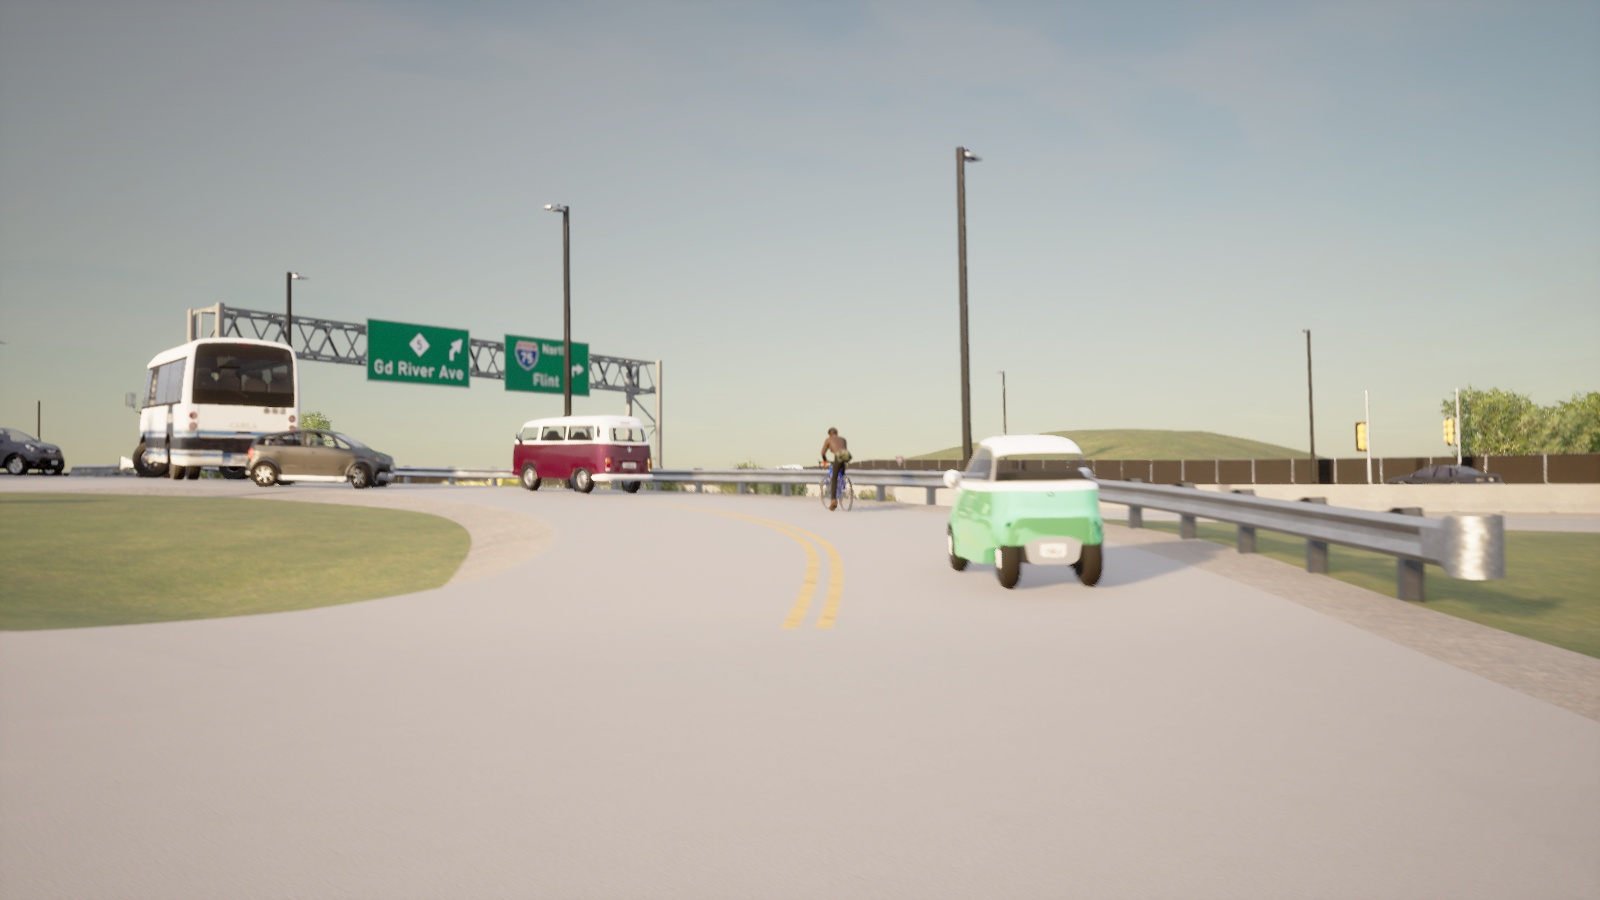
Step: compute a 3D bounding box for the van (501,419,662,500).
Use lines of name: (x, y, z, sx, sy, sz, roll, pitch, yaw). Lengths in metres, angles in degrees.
van: (-5.942, 0.267, 33.819, 4.480, 2.038, 2.069, -1, -1, 45)

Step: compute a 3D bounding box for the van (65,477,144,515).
van: (-37.512, 2.515, 67.745, 4.442, 1.987, 1.775, -2, -2, 32)

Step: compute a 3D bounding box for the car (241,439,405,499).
car: (-12.744, 0.514, 33.710, 3.705, 1.549, 1.789, 0, -1, -1)

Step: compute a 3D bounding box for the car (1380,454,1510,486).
car: (30.600, 0.958, 59.762, 2.033, 1.411, 5.357, -1, -1, -24)

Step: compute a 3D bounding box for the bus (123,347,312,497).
bus: (-19.236, -0.782, 40.939, 3.944, 4.253, 10.273, 1, 0, -34)

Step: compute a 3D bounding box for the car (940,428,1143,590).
car: (2.255, 0.510, 12.187, 1.481, 1.376, 2.207, -2, 1, -1)

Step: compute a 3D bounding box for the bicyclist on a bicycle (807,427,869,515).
bicyclist on a bicycle: (0.716, 0.399, 24.270, 0.582, 1.620, 1.656, -2, 0, -20)

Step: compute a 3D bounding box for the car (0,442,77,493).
car: (-24.612, 0.545, 38.703, 3.633, 1.501, 1.845, 0, -2, 8)
